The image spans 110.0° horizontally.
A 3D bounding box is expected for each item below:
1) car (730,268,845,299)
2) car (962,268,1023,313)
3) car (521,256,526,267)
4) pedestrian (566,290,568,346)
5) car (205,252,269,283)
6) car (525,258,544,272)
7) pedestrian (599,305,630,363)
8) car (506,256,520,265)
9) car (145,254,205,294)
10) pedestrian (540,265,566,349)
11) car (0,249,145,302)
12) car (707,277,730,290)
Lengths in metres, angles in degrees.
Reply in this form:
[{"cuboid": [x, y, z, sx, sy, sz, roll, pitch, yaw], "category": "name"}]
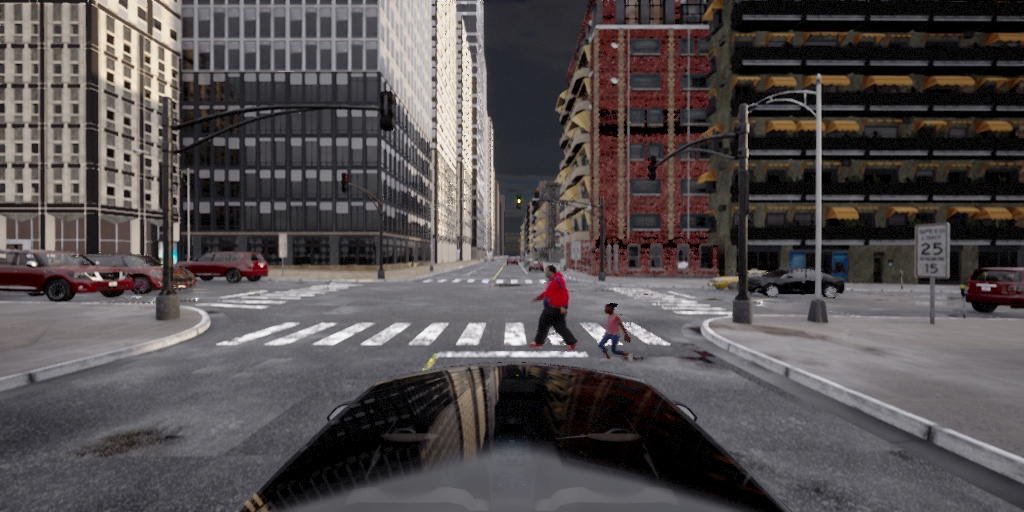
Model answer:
[{"cuboid": [15.109, 1.433, 19.518, 5.008, 1.535, 1.882, 1, 0, 0], "category": "car"}, {"cuboid": [20.614, 1.390, 13.803, 5.009, 1.841, 2.192, 0, 0, 0], "category": "car"}, {"cuboid": [2.760, 1.006, 54.734, 2.007, 1.370, 4.403, 0, 0, 0], "category": "car"}, {"cuboid": [0.959, 1.007, 7.937, 0.375, 1.860, 0.375, 0, 0, 0], "category": "pedestrian"}, {"cuboid": [-17.684, 0.658, 21.863, 5.009, 1.841, 2.192, 0, 0, 0], "category": "car"}, {"cuboid": [2.793, 1.106, 41.817, 1.802, 1.307, 4.207, 0, 0, 0], "category": "car"}, {"cuboid": [1.875, 1.015, 6.625, 0.375, 1.860, 0.375, 0, 0, 0], "category": "pedestrian"}, {"cuboid": [0.082, 0.759, 63.968, 2.097, 1.767, 4.553, 0, 0, 0], "category": "car"}, {"cuboid": [-17.055, 0.727, 16.074, 4.553, 1.767, 2.097, 1, 0, 0], "category": "car"}, {"cuboid": [0.826, 1.011, 7.250, 0.375, 1.860, 0.375, 0, 0, 0], "category": "pedestrian"}, {"cuboid": [-17.560, 0.688, 13.483, 5.009, 1.841, 2.192, 0, 0, 0], "category": "car"}, {"cuboid": [14.656, 1.467, 22.106, 4.829, 1.417, 1.751, 0, 0, 0], "category": "car"}]
